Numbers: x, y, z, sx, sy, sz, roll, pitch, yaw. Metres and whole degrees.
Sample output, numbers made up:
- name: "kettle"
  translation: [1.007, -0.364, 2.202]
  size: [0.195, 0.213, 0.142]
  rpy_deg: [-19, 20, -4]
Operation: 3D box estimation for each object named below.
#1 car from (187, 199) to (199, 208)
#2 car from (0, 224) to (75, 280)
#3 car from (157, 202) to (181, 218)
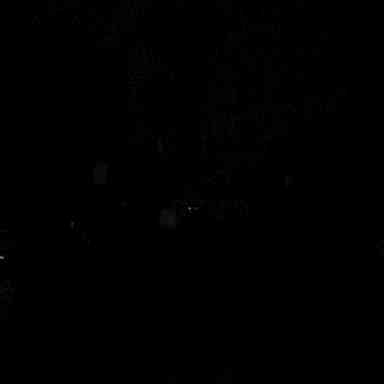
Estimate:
- name: "car"
  translation: [0.257, 1.985, 59.929]
  size: [1.994, 1.385, 4.181]
  rpy_deg: [0, 0, 3]
- name: "car"
  translation: [-5.397, 1.713, 10.388]
  size: [1.994, 1.385, 4.181]
  rpy_deg: [-1, -1, 7]
- name: "car"
  translation: [-2.360, 1.866, 35.111]
  size: [2.128, 1.511, 4.902]
  rpy_deg: [-1, 0, 7]
